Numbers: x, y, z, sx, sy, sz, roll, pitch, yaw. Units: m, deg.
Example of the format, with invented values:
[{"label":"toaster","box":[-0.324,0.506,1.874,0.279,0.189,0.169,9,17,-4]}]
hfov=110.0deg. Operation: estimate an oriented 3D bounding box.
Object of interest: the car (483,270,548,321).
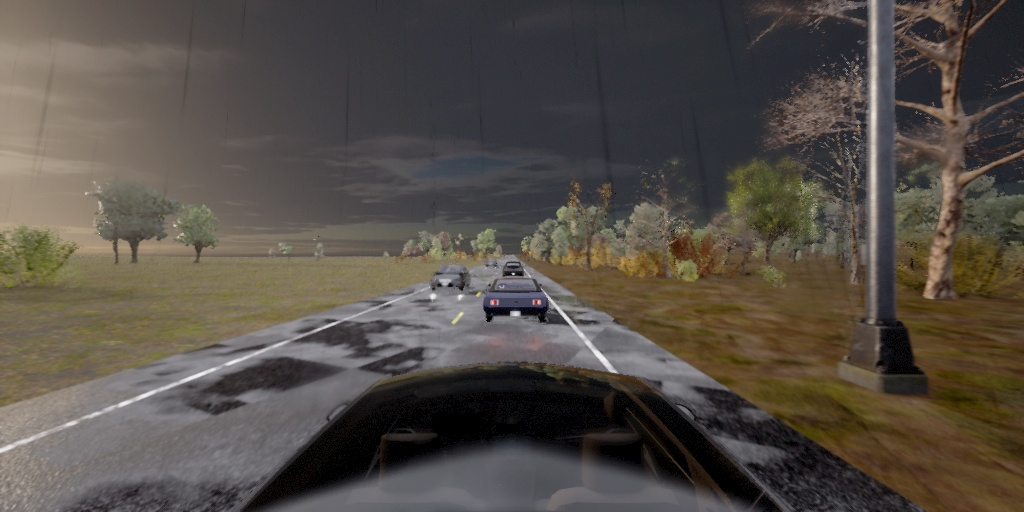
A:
[{"label":"car","box":[0.106,1.352,12.423,1.895,1.301,4.718,0,0,0]}]

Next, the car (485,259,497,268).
[{"label":"car","box":[-3.525,1.191,61.570,2.128,1.511,4.902,0,0,1]}]

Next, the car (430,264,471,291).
[{"label":"car","box":[-3.592,1.240,21.678,2.128,1.511,4.902,0,0,0]}]

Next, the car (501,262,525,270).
[{"label":"car","box":[0.112,1.245,32.446,1.837,1.490,4.892,0,0,0]}]
